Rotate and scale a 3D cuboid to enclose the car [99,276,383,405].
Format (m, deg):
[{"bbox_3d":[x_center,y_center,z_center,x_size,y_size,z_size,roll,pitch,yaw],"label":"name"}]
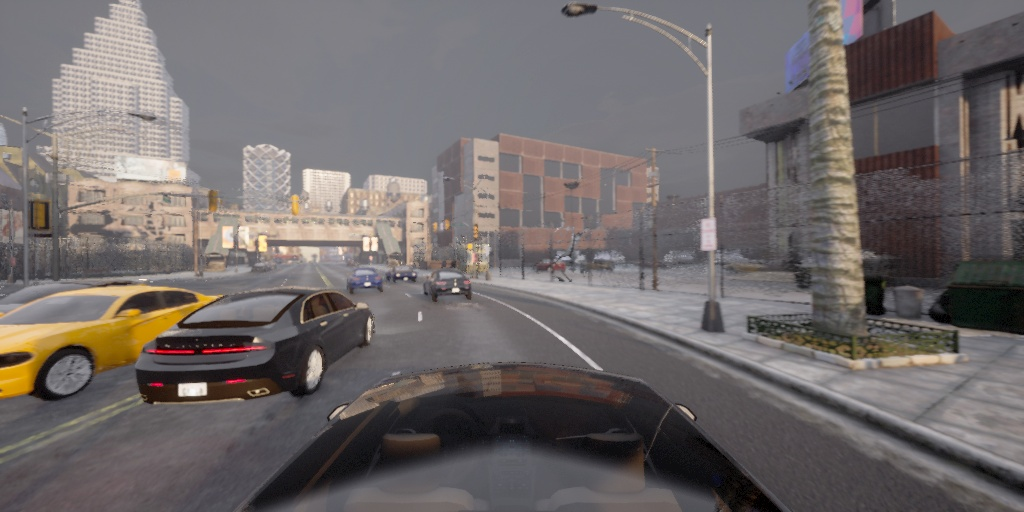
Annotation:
[{"bbox_3d":[-3.961,1.312,6.556,1.837,1.490,4.892,0,0,-6],"label":"car"}]

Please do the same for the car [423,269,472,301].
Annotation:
[{"bbox_3d":[-3.275,1.356,17.869,1.812,1.442,4.674,0,0,-21],"label":"car"}]

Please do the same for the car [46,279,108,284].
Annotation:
[{"bbox_3d":[-11.608,1.410,9.524,1.837,1.490,4.892,0,-1,-13],"label":"car"}]

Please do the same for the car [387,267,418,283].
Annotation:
[{"bbox_3d":[-9.387,1.531,30.111,1.895,1.301,4.718,-1,0,-29],"label":"car"}]

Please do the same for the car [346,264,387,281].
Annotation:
[{"bbox_3d":[-9.137,1.433,22.200,1.812,1.442,4.674,-1,0,-27],"label":"car"}]

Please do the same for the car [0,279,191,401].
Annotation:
[{"bbox_3d":[-7.616,1.327,6.707,1.882,1.535,5.008,0,-1,-9],"label":"car"}]
